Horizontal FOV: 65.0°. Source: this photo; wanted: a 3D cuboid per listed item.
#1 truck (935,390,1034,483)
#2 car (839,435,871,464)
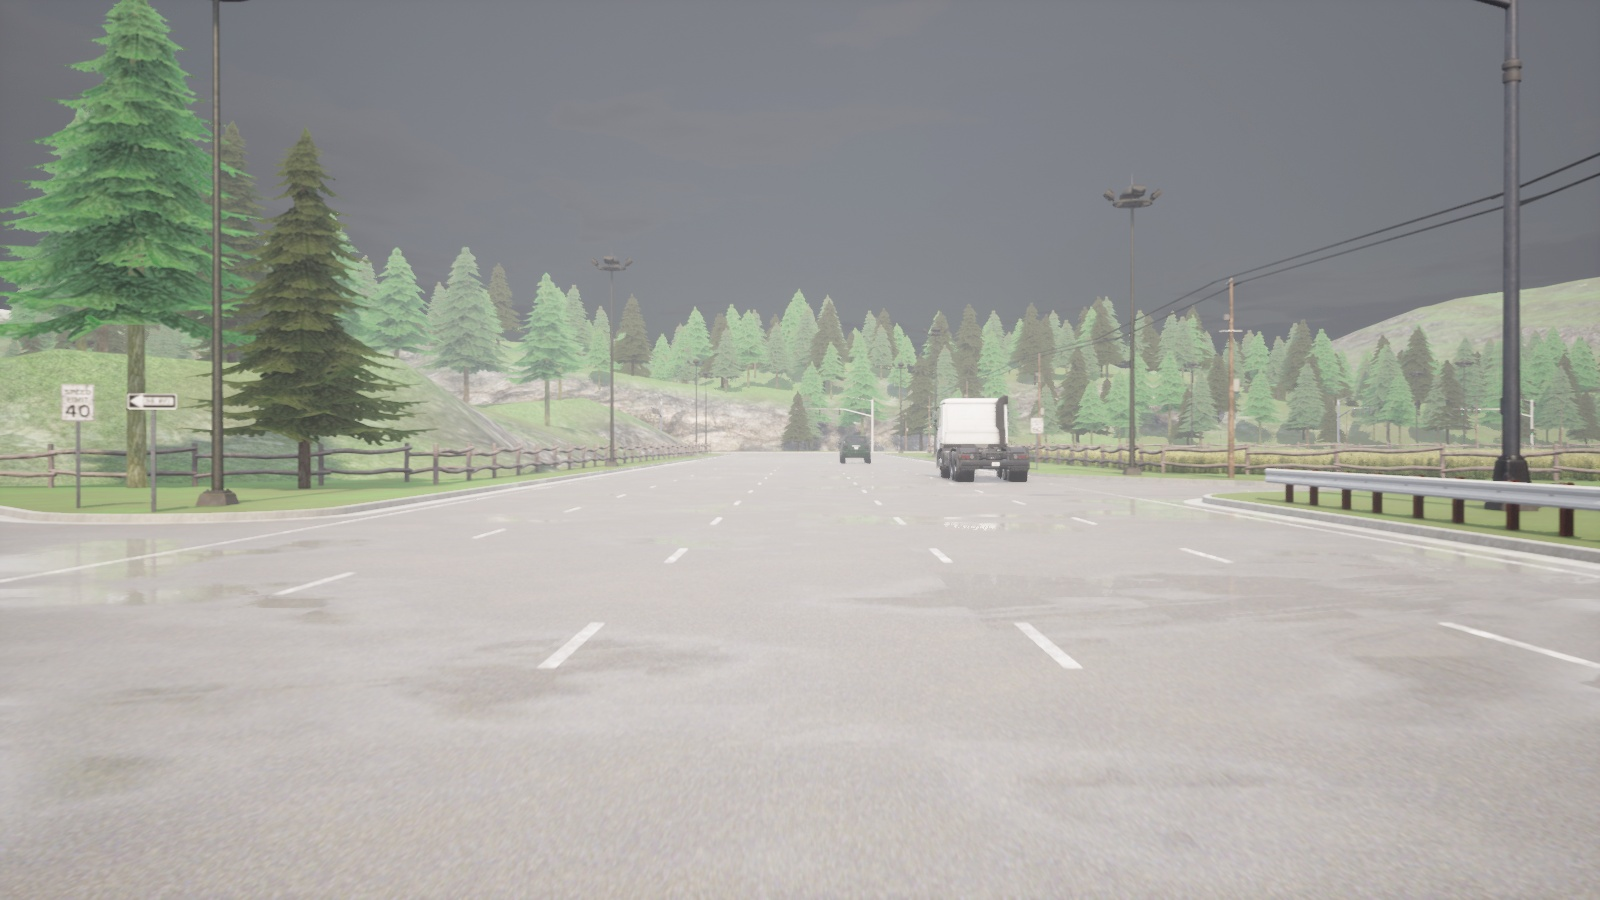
[{"bbox_3d":[7.303,-0.515,50.727,2.891,3.462,7.936,0,0,0],"label":"truck"},{"bbox_3d":[4.038,-0.052,92.557,2.150,2.045,5.566,0,0,0],"label":"car"}]
